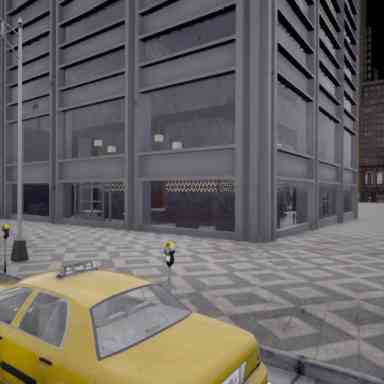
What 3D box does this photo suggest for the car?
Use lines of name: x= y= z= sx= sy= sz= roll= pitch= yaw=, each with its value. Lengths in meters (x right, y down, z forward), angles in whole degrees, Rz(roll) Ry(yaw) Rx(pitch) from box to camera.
car: x=-1.558 y=1.525 z=4.063 sx=4.829 sy=1.417 sz=1.752 roll=0 pitch=0 yaw=35
